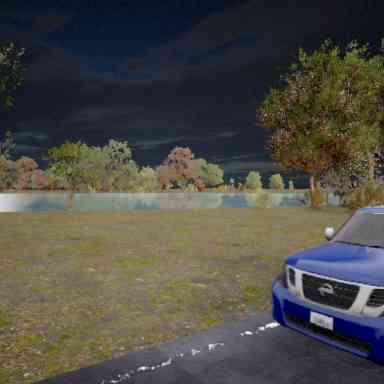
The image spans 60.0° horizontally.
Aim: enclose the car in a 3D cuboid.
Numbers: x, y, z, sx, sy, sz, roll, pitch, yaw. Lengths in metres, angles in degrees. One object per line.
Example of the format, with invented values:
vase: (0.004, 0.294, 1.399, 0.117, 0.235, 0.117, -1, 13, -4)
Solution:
car: (3.834, 1.219, 5.683, 5.566, 2.045, 2.150, 0, 0, -36)
